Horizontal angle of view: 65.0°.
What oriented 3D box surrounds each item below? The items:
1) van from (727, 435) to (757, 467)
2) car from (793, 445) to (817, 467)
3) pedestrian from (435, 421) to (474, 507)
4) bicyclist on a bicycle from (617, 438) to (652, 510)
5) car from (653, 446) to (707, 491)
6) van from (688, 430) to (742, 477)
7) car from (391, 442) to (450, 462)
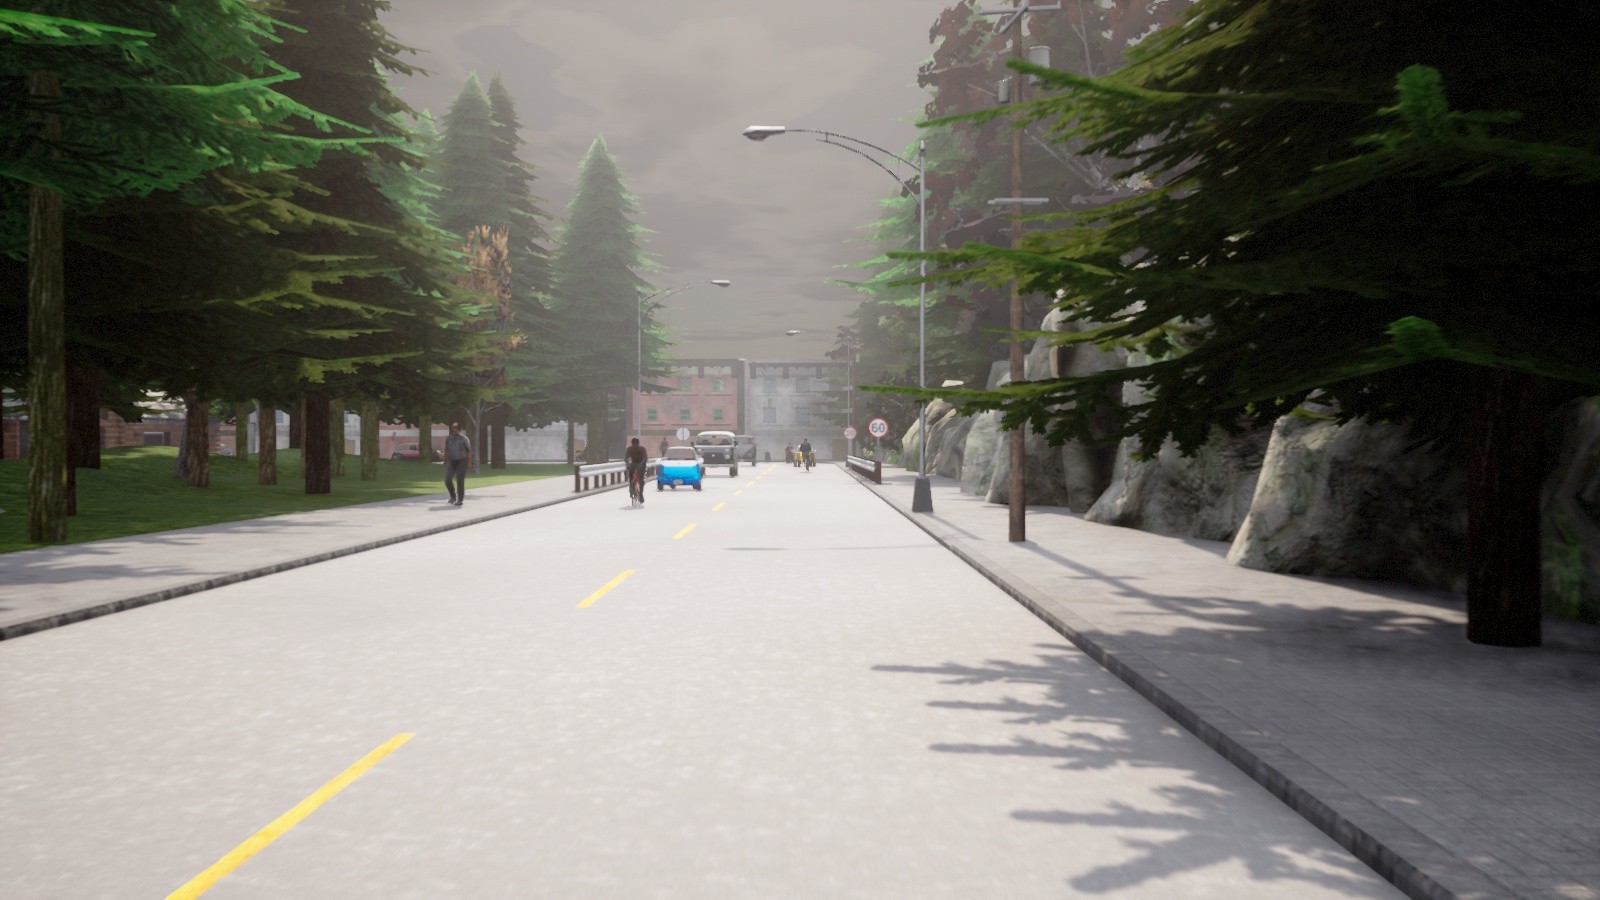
[{"bbox_3d":[-3.700,0.042,80.531,1.775,1.987,4.442,0,0,-1],"label":"van"},{"bbox_3d":[0.304,0.358,78.787,1.481,1.376,2.207,0,1,0],"label":"car"},{"bbox_3d":[-7.501,0.296,27.279,0.540,1.848,0.694,0,0,13],"label":"pedestrian"},{"bbox_3d":[-3.818,0.532,29.084,0.582,1.620,1.656,0,1,0],"label":"bicyclist on a bicycle"},{"bbox_3d":[-3.762,0.575,39.629,1.481,1.376,2.207,0,0,0],"label":"car"},{"bbox_3d":[-3.730,0.154,55.904,2.069,2.038,4.480,0,0,0],"label":"van"},{"bbox_3d":[-28.139,0.164,93.246,3.806,1.475,1.970,0,0,0],"label":"car"}]
